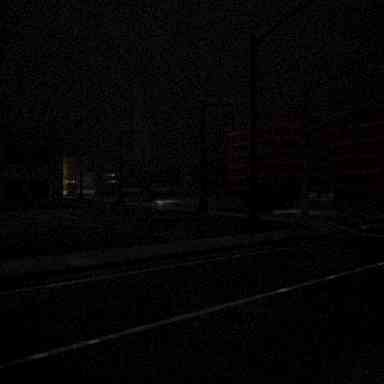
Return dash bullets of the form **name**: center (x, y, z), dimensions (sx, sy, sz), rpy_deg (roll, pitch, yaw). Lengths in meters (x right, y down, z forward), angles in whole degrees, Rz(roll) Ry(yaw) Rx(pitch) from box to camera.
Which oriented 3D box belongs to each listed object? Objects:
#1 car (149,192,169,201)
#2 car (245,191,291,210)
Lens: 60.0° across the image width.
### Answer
- **car**: center (-5.797, 0.735, 58.065), dimensions (1.837, 1.490, 4.892), rpy_deg (0, 1, -34)
- **car**: center (8.384, 0.885, 37.253), dimensions (2.150, 2.045, 5.566), rpy_deg (0, 1, -34)
